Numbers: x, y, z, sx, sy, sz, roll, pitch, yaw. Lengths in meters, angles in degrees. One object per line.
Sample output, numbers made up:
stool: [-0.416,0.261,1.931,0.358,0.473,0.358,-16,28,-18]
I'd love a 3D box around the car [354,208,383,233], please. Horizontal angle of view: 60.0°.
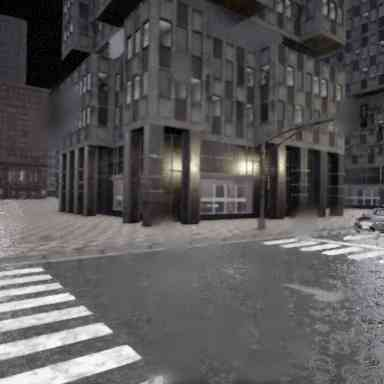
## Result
car: [11.637,1.716,19.974,4.902,1.511,2.128,1,0,-36]
